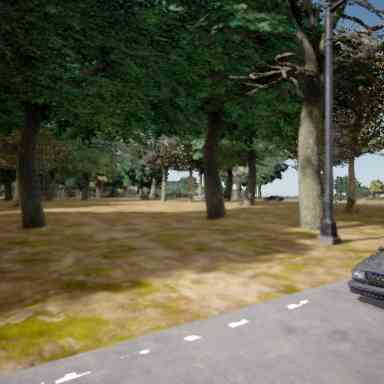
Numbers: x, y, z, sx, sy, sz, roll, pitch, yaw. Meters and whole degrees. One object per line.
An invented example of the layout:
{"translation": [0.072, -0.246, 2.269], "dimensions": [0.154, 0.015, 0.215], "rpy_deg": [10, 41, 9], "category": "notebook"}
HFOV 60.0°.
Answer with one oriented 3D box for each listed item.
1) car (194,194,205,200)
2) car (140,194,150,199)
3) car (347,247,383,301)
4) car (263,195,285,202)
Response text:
{"translation": [2.223, 1.252, 84.794], "dimensions": [4.674, 1.442, 1.812], "rpy_deg": [0, -1, 29], "category": "car"}
{"translation": [-12.453, 1.296, 93.421], "dimensions": [4.902, 1.511, 2.128], "rpy_deg": [0, -2, 34], "category": "car"}
{"translation": [5.722, 1.523, 7.459], "dimensions": [5.357, 1.411, 2.033], "rpy_deg": [0, 0, -36], "category": "car"}
{"translation": [18.555, 1.423, 75.334], "dimensions": [4.892, 1.490, 1.837], "rpy_deg": [0, -2, 43], "category": "car"}
